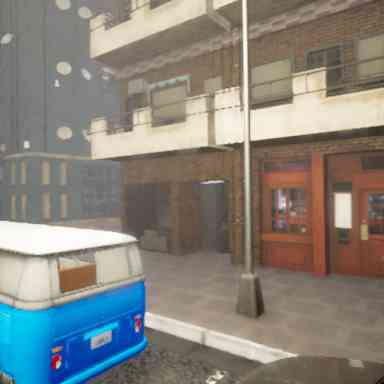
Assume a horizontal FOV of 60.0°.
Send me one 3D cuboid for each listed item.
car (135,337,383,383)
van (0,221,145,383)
[{"bbox_3d":[2.064,1.548,1.416,4.403,1.369,2.008,0,-1,36],"label":"car"},{"bbox_3d":[-2.477,1.355,4.659,3.998,1.788,1.690,0,-1,36],"label":"van"}]
